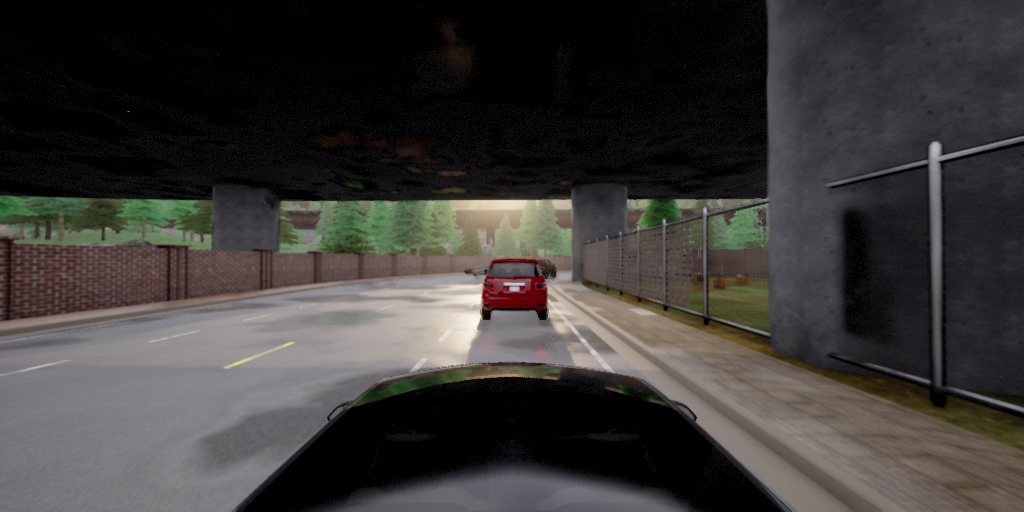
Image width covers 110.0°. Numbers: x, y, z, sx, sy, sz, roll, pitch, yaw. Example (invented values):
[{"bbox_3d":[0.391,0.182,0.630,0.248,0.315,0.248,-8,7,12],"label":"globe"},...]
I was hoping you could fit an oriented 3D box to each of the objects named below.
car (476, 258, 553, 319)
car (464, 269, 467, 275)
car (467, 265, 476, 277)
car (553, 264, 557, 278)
[{"bbox_3d":[0.094,1.105,13.500,2.150,2.045,5.566,0,0,0],"label":"car"},{"bbox_3d":[-4.240,1.857,46.901,1.895,1.301,4.718,0,-1,32],"label":"car"},{"bbox_3d":[-2.897,1.802,41.969,1.895,1.301,4.718,0,-1,25],"label":"car"},{"bbox_3d":[3.153,1.374,37.426,2.150,2.045,5.566,0,0,20],"label":"car"}]
